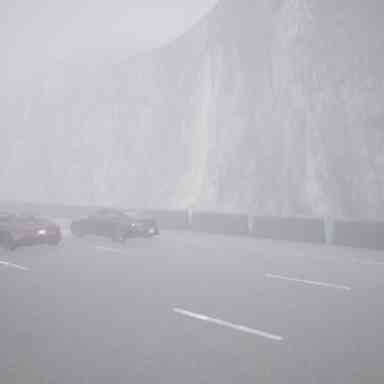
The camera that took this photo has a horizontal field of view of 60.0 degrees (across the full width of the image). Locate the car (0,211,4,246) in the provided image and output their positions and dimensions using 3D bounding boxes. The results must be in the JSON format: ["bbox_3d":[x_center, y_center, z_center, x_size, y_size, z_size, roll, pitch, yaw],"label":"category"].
[{"bbox_3d":[-8.052,1.094,9.747,5.566,2.045,2.150,1,1,36],"label":"car"}]

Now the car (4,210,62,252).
[{"bbox_3d":[-7.152,1.418,13.405,4.181,1.385,1.994,1,1,36],"label":"car"}]

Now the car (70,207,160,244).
[{"bbox_3d":[-3.552,1.406,15.134,4.674,1.442,1.812,1,1,36],"label":"car"}]
